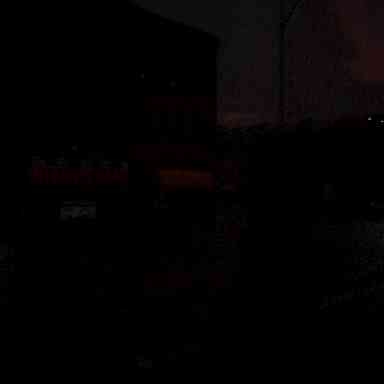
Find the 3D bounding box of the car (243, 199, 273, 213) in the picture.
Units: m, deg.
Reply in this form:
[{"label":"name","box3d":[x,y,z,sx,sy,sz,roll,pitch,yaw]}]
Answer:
[{"label":"car","box3d":[7.549,1.453,36.354,1.887,1.381,4.507,1,0,-36]}]

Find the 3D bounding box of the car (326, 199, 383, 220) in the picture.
[{"label":"car","box3d":[13.874,1.528,27.517,1.887,1.381,4.507,1,0,-36]}]

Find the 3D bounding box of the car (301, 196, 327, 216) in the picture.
[{"label":"car","box3d":[10.715,1.261,31.936,2.192,1.841,5.009,1,0,-36]}]
